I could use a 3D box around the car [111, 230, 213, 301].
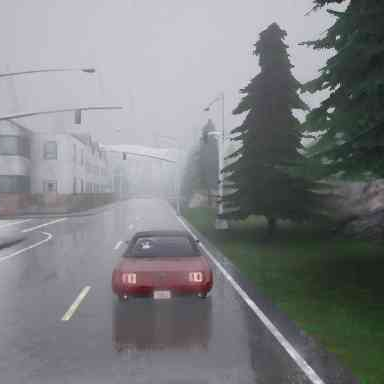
[{"bbox_3d":[-0.726,1.601,8.317,1.895,1.301,4.718,0,0,-5],"label":"car"}]
